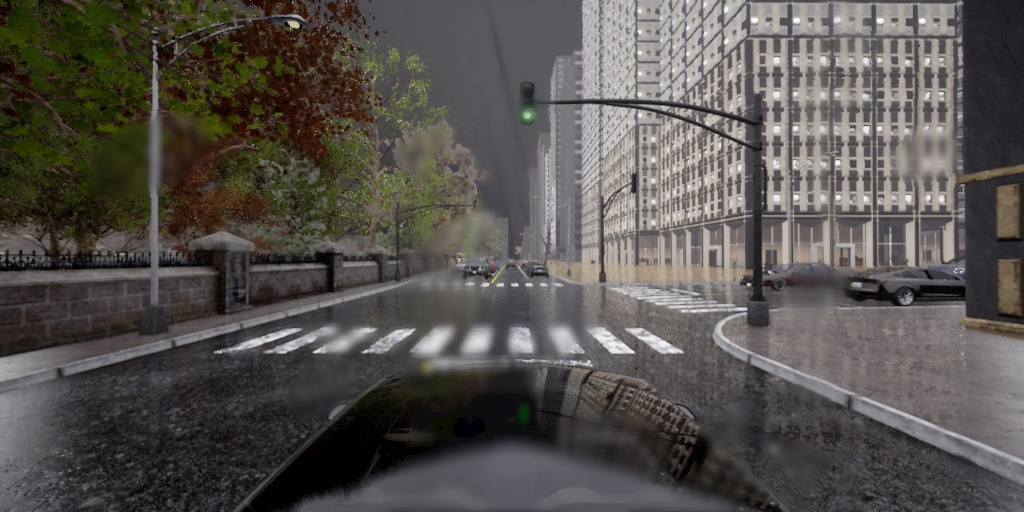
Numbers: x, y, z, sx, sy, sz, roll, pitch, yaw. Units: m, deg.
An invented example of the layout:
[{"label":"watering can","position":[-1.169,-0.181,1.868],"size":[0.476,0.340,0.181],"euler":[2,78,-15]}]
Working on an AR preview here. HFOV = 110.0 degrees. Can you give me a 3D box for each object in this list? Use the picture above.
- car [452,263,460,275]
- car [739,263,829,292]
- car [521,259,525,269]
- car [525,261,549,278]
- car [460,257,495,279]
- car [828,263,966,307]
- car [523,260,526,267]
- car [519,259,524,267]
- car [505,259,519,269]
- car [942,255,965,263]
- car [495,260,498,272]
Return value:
[{"label":"car","position":[-5.783,1.451,41.252],"size":[1.802,1.307,4.207],"euler":[0,0,0]},{"label":"car","position":[15.100,1.068,18.885],"size":[5.357,1.411,2.033],"euler":[-1,0,0]},{"label":"car","position":[2.585,1.454,46.904],"size":[1.948,1.339,4.313],"euler":[0,0,0]},{"label":"car","position":[2.611,1.416,35.639],"size":[1.948,1.339,4.313],"euler":[0,0,0]},{"label":"car","position":[-3.145,1.066,33.736],"size":[2.150,2.045,5.566],"euler":[0,0,2]},{"label":"car","position":[14.659,1.055,13.085],"size":[4.313,1.339,1.948],"euler":[0,0,0]},{"label":"car","position":[2.598,1.435,41.272],"size":[1.948,1.339,4.313],"euler":[0,0,0]},{"label":"car","position":[2.546,1.495,63.802],"size":[1.888,1.381,4.507],"euler":[0,0,0]},{"label":"car","position":[-0.142,1.450,62.470],"size":[1.837,1.490,4.892],"euler":[0,0,0]},{"label":"car","position":[24.498,0.712,18.957],"size":[4.553,1.767,2.097],"euler":[-1,0,0]},{"label":"car","position":[-3.201,1.103,44.824],"size":[2.150,2.045,5.566],"euler":[0,0,0]}]
